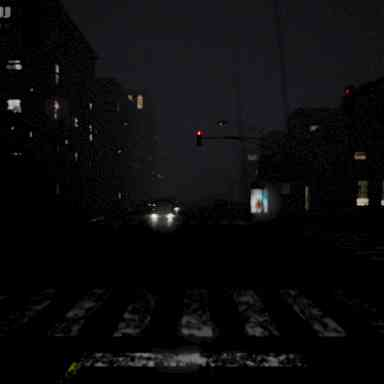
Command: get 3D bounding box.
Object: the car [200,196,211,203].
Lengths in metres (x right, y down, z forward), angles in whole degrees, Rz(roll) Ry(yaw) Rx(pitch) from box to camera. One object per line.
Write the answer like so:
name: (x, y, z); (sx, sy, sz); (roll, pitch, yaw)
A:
car: (2.753, 1.529, 66.832); (2.008, 1.369, 4.403); (-1, 0, 0)

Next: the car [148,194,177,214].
car: (-3.059, 1.327, 35.472); (2.097, 1.767, 4.553); (0, 0, 0)

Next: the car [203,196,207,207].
car: (2.730, 1.556, 44.045); (1.802, 1.307, 4.206); (0, 0, 0)

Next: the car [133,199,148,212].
car: (-5.657, 1.525, 38.345); (2.008, 1.369, 4.403); (0, 0, 0)

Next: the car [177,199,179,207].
car: (-3.028, 1.452, 50.842); (1.882, 1.535, 5.008); (0, 1, 0)

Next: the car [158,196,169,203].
car: (-5.628, 1.503, 66.658); (1.752, 1.417, 4.829); (0, 0, 0)

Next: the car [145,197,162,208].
car: (-5.645, 1.525, 49.739); (2.008, 1.369, 4.403); (0, 0, 0)

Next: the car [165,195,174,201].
car: (-5.611, 1.514, 83.748); (1.752, 1.417, 4.829); (-1, 0, 0)

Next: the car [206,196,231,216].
car: (2.717, 1.415, 32.652); (1.967, 1.590, 4.097); (0, 0, 0)

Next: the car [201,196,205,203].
car: (2.735, 1.525, 49.742); (2.008, 1.369, 4.403); (0, 0, 0)

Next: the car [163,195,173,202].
car: (-5.618, 1.424, 78.221); (1.967, 1.590, 4.097); (0, 0, 0)

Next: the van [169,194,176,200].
van: (-5.600, 1.341, 95.311); (1.690, 1.788, 3.998); (-1, 0, 0)
